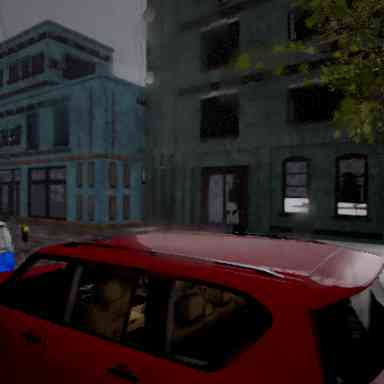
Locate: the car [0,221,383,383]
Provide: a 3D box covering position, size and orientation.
[{"bbox_3d":[-0.620,1.318,3.311,5.009,1.841,2.192,0,0,35],"label":"car"}]
